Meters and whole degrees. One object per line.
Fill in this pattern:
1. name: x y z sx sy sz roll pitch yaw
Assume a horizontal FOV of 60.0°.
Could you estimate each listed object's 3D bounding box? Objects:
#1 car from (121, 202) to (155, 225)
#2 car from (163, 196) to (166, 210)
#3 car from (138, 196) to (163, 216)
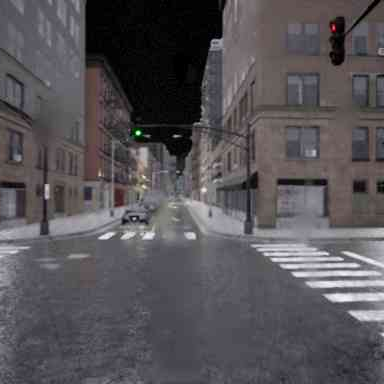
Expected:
1. car: -4.245 1.760 25.996 1.994 1.385 4.181 0 0 -2
2. car: -5.220 1.588 50.831 2.150 2.045 5.566 0 0 -1
3. car: -4.677 1.494 36.648 2.150 2.045 5.566 0 0 -3
